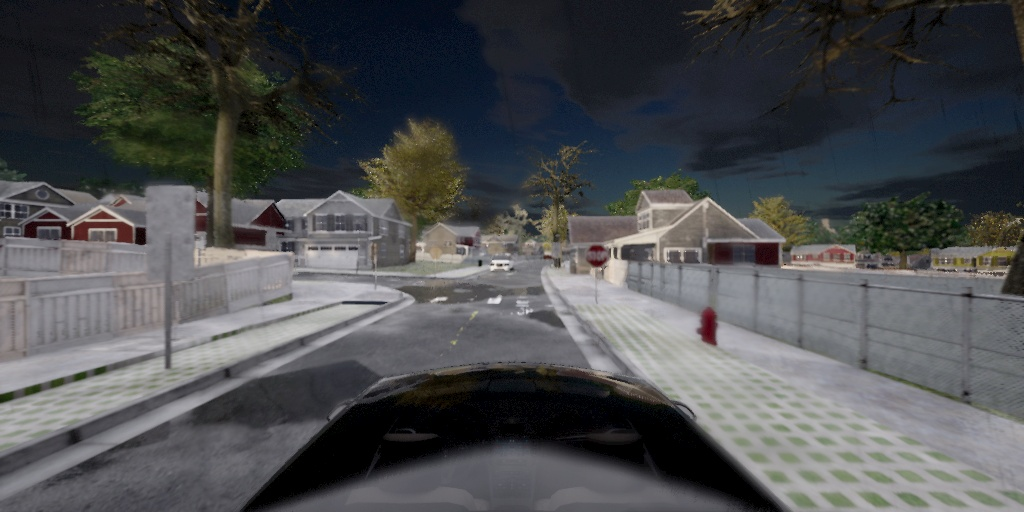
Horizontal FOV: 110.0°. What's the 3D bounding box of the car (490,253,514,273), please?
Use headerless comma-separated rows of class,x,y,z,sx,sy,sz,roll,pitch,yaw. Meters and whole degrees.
car,-1.024,0.768,38.831,2.150,2.045,5.566,0,2,5
